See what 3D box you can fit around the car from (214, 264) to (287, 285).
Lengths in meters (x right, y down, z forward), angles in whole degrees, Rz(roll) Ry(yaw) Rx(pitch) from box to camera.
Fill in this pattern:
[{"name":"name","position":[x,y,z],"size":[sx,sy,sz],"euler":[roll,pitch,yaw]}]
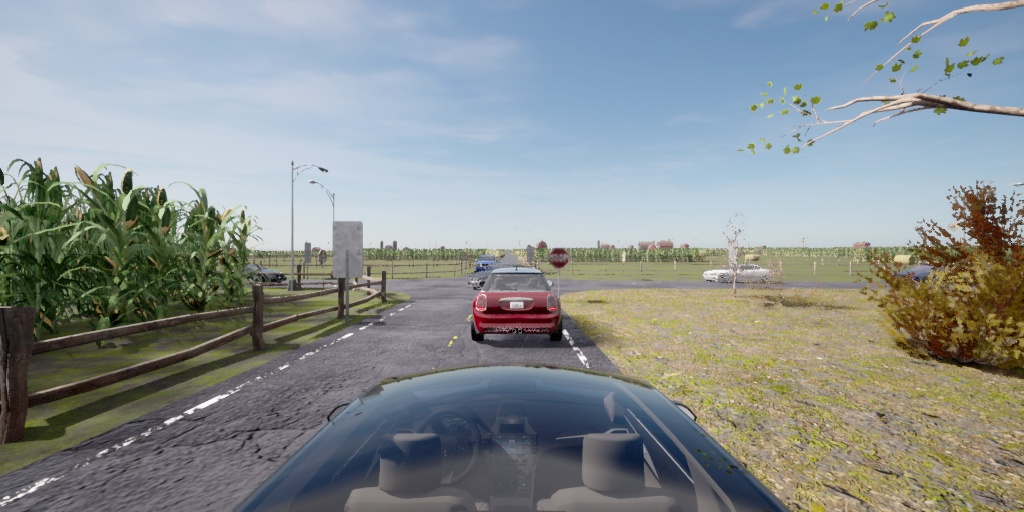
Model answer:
[{"name":"car","position":[-17.592,1.253,24.064],"size":[4.181,1.385,1.994],"euler":[0,0,0]}]

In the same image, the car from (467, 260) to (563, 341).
[{"name":"car","position":[0.110,1.100,10.017],"size":[2.097,1.767,4.553],"euler":[0,0,0]}]

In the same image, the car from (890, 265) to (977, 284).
[{"name":"car","position":[31.765,1.369,27.072],"size":[5.357,1.411,2.033],"euler":[0,0,0]}]

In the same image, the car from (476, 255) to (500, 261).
[{"name":"car","position":[-2.821,0.927,40.742],"size":[2.150,2.045,5.566],"euler":[0,0,1]}]

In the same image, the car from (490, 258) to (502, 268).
[{"name":"car","position":[-2.726,1.151,61.055],"size":[1.837,1.490,4.892],"euler":[0,0,1]}]

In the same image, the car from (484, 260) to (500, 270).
[{"name":"car","position":[-2.772,1.244,50.668],"size":[1.994,1.385,4.181],"euler":[0,0,0]}]

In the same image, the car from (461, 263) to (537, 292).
[{"name":"car","position":[-0.627,1.252,21.912],"size":[1.837,1.490,4.892],"euler":[-3,-2,39]}]

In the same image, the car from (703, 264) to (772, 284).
[{"name":"car","position":[16.955,1.305,27.059],"size":[4.674,1.442,1.812],"euler":[0,0,0]}]
